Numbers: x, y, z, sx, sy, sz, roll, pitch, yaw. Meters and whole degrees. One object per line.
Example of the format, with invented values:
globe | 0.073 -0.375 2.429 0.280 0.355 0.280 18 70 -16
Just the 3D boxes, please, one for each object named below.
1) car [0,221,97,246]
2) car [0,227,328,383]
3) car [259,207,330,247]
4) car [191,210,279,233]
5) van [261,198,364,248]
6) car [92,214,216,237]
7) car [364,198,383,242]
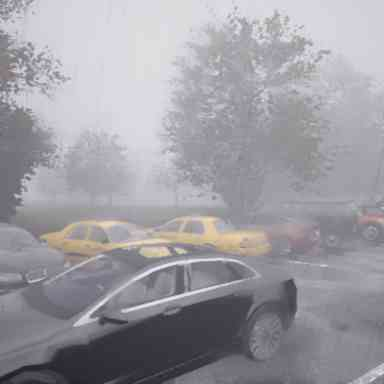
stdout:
car | -4.797 1.484 7.767 4.892 1.521 2.231 -1 -1 34
car | -0.680 1.489 4.285 4.902 1.511 2.128 0 0 -35
car | 2.467 1.503 12.897 4.792 1.488 2.163 -1 0 35
car | -0.088 1.478 11.290 5.366 1.575 1.946 -1 0 35
van | 4.819 1.242 14.645 4.442 1.987 1.878 -1 0 35
car | -2.213 1.477 9.372 5.366 1.575 1.946 -1 -1 35
car | 7.319 1.333 16.302 4.553 1.767 2.185 -1 -1 35
